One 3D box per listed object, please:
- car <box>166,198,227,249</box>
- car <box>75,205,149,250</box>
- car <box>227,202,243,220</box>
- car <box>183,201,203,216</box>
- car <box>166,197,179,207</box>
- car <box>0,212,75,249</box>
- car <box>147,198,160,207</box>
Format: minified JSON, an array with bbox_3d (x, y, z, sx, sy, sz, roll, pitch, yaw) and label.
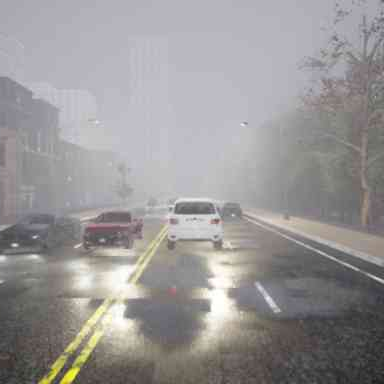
[{"bbox_3d":[0.105,1.284,15.050,2.150,2.045,5.566,0,0,0],"label":"car"},{"bbox_3d":[-3.343,1.539,14.920,1.882,1.535,5.008,0,0,0],"label":"car"},{"bbox_3d":[3.356,1.626,29.552,1.837,1.490,4.892,0,0,0],"label":"car"},{"bbox_3d":[0.110,1.691,35.520,2.033,1.411,5.357,0,0,0],"label":"car"},{"bbox_3d":[-3.273,1.701,56.675,1.882,1.535,5.008,0,0,1],"label":"car"},{"bbox_3d":[-6.596,1.609,15.060,2.033,1.411,5.357,0,0,0],"label":"car"},{"bbox_3d":[-6.523,1.729,56.705,1.837,1.490,4.892,0,0,1],"label":"car"}]
